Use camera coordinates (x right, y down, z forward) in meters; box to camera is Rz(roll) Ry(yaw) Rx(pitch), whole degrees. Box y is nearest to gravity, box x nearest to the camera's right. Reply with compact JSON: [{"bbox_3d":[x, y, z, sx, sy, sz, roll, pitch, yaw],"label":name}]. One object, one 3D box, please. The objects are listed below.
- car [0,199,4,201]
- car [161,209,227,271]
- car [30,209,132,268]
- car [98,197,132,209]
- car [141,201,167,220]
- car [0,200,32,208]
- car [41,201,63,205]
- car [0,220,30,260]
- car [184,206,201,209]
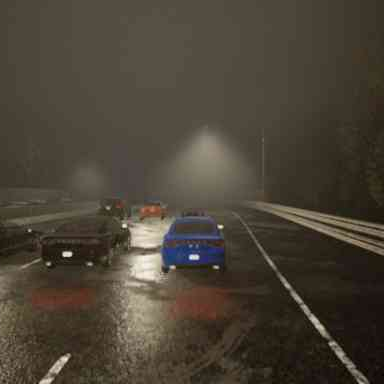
[{"bbox_3d":[-24.657,1.724,41.888,2.097,1.767,4.553,0,0,0],"label":"car"},{"bbox_3d":[0.064,1.574,11.245,1.882,1.535,5.008,0,0,0],"label":"car"},{"bbox_3d":[-3.435,1.577,11.652,1.882,1.535,5.008,0,0,0],"label":"car"},{"bbox_3d":[-6.956,1.486,30.344,2.150,2.045,5.566,0,0,0],"label":"car"},{"bbox_3d":[-3.461,1.622,31.019,2.097,1.767,4.553,0,-1,0],"label":"car"},{"bbox_3d":[-21.162,1.963,40.837,1.895,1.301,4.718,0,-1,0],"label":"car"},{"bbox_3d":[-17.660,1.878,42.029,1.837,1.490,4.892,0,-1,0],"label":"car"},{"bbox_3d":[-6.934,1.645,11.287,2.033,1.411,5.357,0,0,0],"label":"car"},{"bbox_3d":[0.042,1.859,29.726,1.895,1.301,4.718,0,-1,0],"label":"car"}]
